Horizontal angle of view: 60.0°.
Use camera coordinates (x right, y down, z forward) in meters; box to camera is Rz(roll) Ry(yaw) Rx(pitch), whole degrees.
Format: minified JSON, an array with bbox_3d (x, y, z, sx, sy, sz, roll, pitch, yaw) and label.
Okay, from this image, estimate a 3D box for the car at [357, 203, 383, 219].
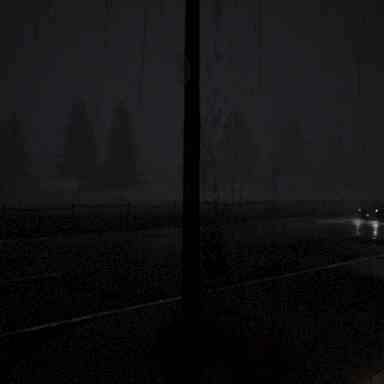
[{"bbox_3d":[16.573,1.632,29.174,4.718,1.301,1.895,0,0,-34],"label":"car"}]
